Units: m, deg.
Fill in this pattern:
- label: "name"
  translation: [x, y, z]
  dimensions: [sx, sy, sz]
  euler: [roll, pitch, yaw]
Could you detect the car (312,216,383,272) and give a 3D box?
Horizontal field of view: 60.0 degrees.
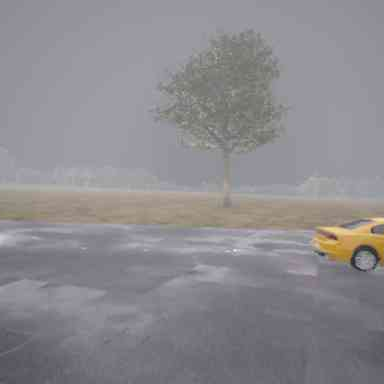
- label: "car"
  translation: [6.343, 1.533, 10.189]
  dimensions: [5.008, 1.535, 1.882]
  euler: [2, 0, 2]
